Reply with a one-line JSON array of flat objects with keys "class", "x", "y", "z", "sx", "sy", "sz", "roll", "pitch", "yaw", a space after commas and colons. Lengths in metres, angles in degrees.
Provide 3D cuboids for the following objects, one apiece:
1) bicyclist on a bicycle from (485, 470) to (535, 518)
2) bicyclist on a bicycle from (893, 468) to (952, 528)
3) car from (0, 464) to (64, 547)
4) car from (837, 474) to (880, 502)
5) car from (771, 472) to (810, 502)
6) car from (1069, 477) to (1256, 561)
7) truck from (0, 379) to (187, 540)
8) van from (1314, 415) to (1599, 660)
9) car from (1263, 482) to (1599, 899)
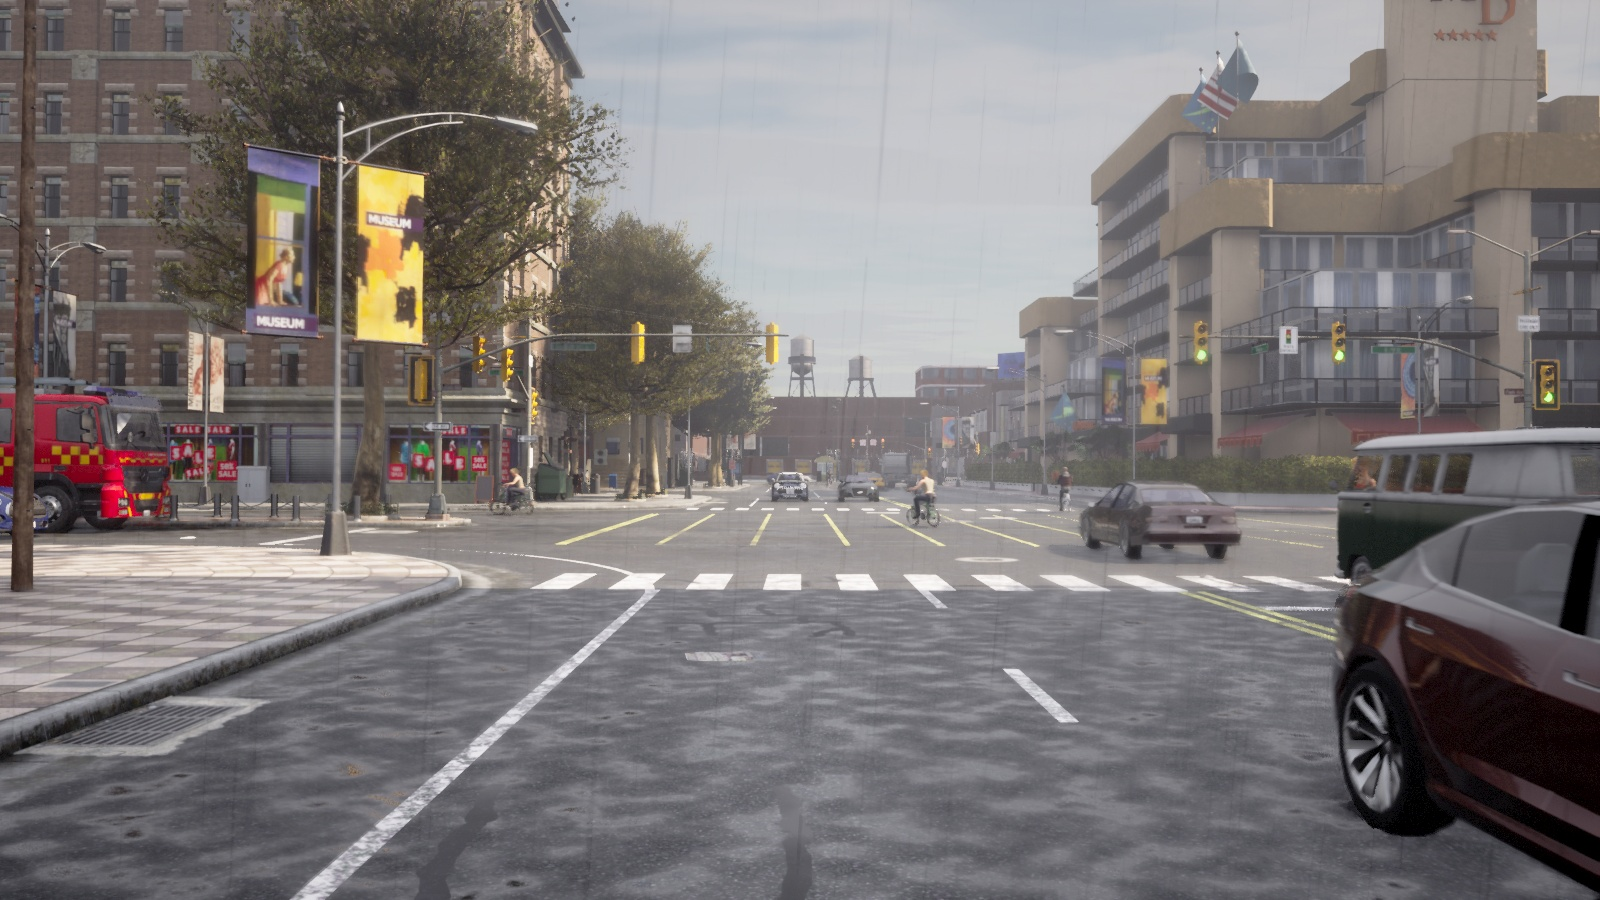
[{"class": "bicyclist on a bicycle", "x": -9.884, "y": 1.507, "z": 42.782, "sx": 1.509, "sy": 1.612, "sz": 0.866, "roll": 0, "pitch": -1, "yaw": 0}, {"class": "bicyclist on a bicycle", "x": 3.422, "y": 1.327, "z": 35.223, "sx": 0.866, "sy": 1.612, "sz": 1.509, "roll": -1, "pitch": -1, "yaw": -32}, {"class": "car", "x": -19.190, "y": 1.215, "z": 27.790, "sx": 4.553, "sy": 1.767, "sz": 2.097, "roll": 0, "pitch": -1, "yaw": 1}, {"class": "car", "x": 2.995, "y": 1.956, "z": 65.030, "sx": 1.994, "sy": 1.385, "sz": 4.181, "roll": 0, "pitch": -1, "yaw": -1}, {"class": "car", "x": -0.497, "y": 1.863, "z": 64.558, "sx": 1.970, "sy": 1.475, "sz": 3.806, "roll": 0, "pitch": -1, "yaw": 0}, {"class": "car", "x": 6.816, "y": 1.242, "z": 24.324, "sx": 2.033, "sy": 1.411, "sz": 5.357, "roll": 0, "pitch": -1, "yaw": 0}, {"class": "truck", "x": -20.232, "y": 0.253, "z": 31.284, "sx": 8.468, "sy": 3.827, "sz": 2.891, "roll": 0, "pitch": -1, "yaw": 0}, {"class": "van", "x": 6.907, "y": 0.748, "z": 12.437, "sx": 1.775, "sy": 1.987, "sz": 4.442, "roll": 0, "pitch": -1, "yaw": 0}, {"class": "car", "x": 3.477, "y": 0.868, "z": 4.034, "sx": 2.163, "sy": 1.488, "sz": 4.792, "roll": 0, "pitch": -1, "yaw": 0}]
